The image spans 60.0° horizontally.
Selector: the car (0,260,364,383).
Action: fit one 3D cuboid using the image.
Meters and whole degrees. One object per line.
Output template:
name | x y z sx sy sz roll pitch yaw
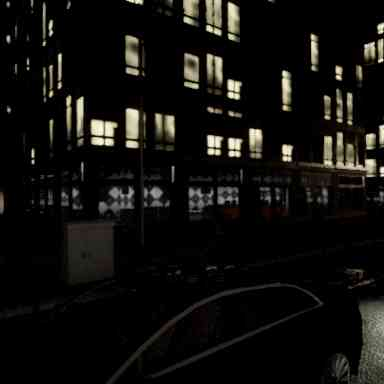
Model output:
car | -0.242 1.532 3.194 4.902 1.511 2.128 0 -1 -37
